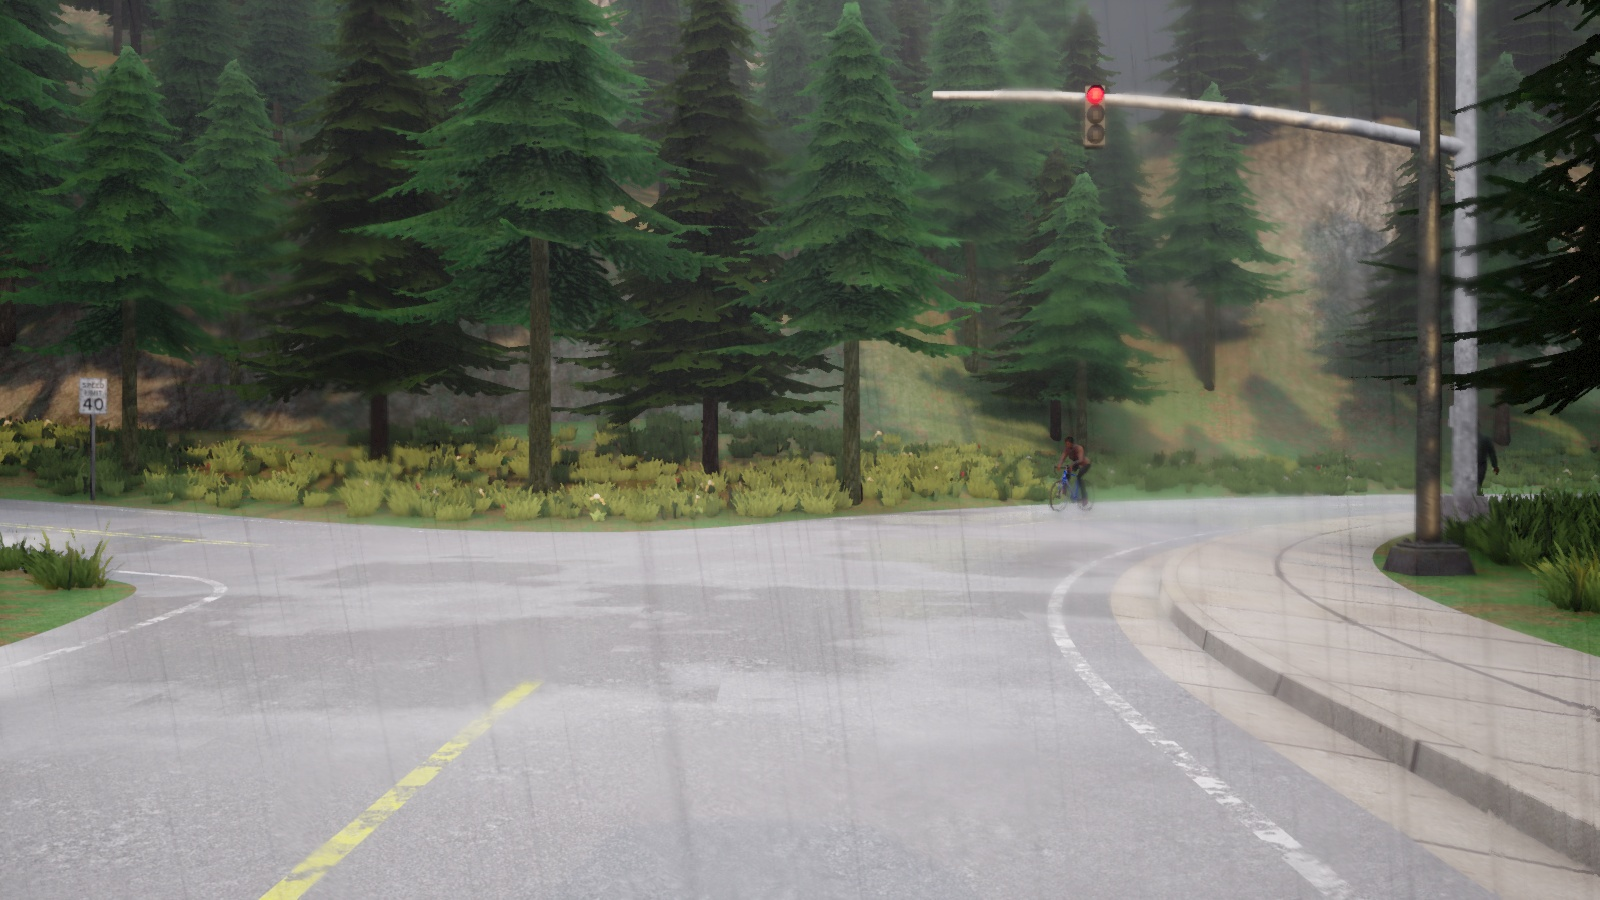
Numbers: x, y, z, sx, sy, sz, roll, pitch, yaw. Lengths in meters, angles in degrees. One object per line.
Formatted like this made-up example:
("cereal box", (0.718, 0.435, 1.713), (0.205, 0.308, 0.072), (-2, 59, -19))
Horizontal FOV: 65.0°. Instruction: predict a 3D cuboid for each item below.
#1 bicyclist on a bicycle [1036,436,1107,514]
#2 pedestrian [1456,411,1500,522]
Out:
("bicyclist on a bicycle", (5.872, 0.549, 27.118), (1.656, 1.620, 0.582), (2, -1, -42))
("pedestrian", (12.155, 0.291, 22.516), (0.788, 1.949, 0.423), (0, 0, -40))
